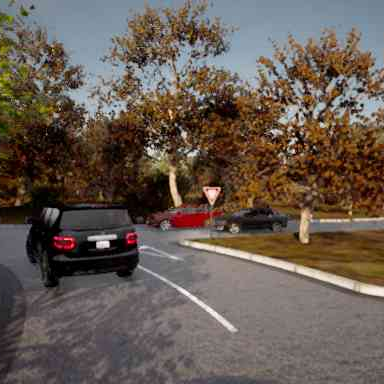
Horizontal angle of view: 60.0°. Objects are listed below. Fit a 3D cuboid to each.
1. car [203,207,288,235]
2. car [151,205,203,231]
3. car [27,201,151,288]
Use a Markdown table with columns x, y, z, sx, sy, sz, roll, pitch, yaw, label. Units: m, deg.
| x | y | z | sx | sy | sz | roll | pitch | yaw | label |
| --- | --- | --- | --- | --- | --- | --- | --- | --- | --- |
| 3.398 | 1.661 | 19.949 | 4.892 | 1.490 | 1.837 | 0 | -1 | -22 | car |
| -0.456 | 1.629 | 21.689 | 5.008 | 1.535 | 1.882 | 0 | 0 | -23 | car |
| -3.419 | 1.286 | 9.822 | 2.150 | 2.045 | 5.566 | 0 | 0 | -31 | car |
